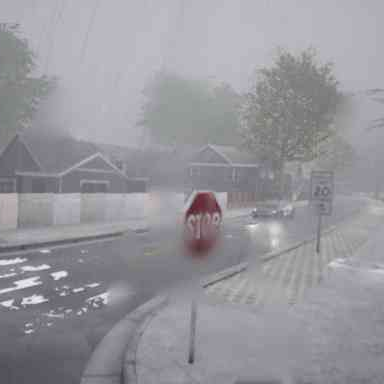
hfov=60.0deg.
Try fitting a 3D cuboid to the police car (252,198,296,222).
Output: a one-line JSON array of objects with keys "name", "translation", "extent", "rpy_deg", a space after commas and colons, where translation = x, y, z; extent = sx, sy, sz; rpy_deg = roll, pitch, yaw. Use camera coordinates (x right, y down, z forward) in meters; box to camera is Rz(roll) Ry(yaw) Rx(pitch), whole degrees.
[{"name": "police car", "translation": [6.127, 1.250, 24.707], "extent": [2.038, 1.542, 4.974], "rpy_deg": [4, 2, 34]}]
